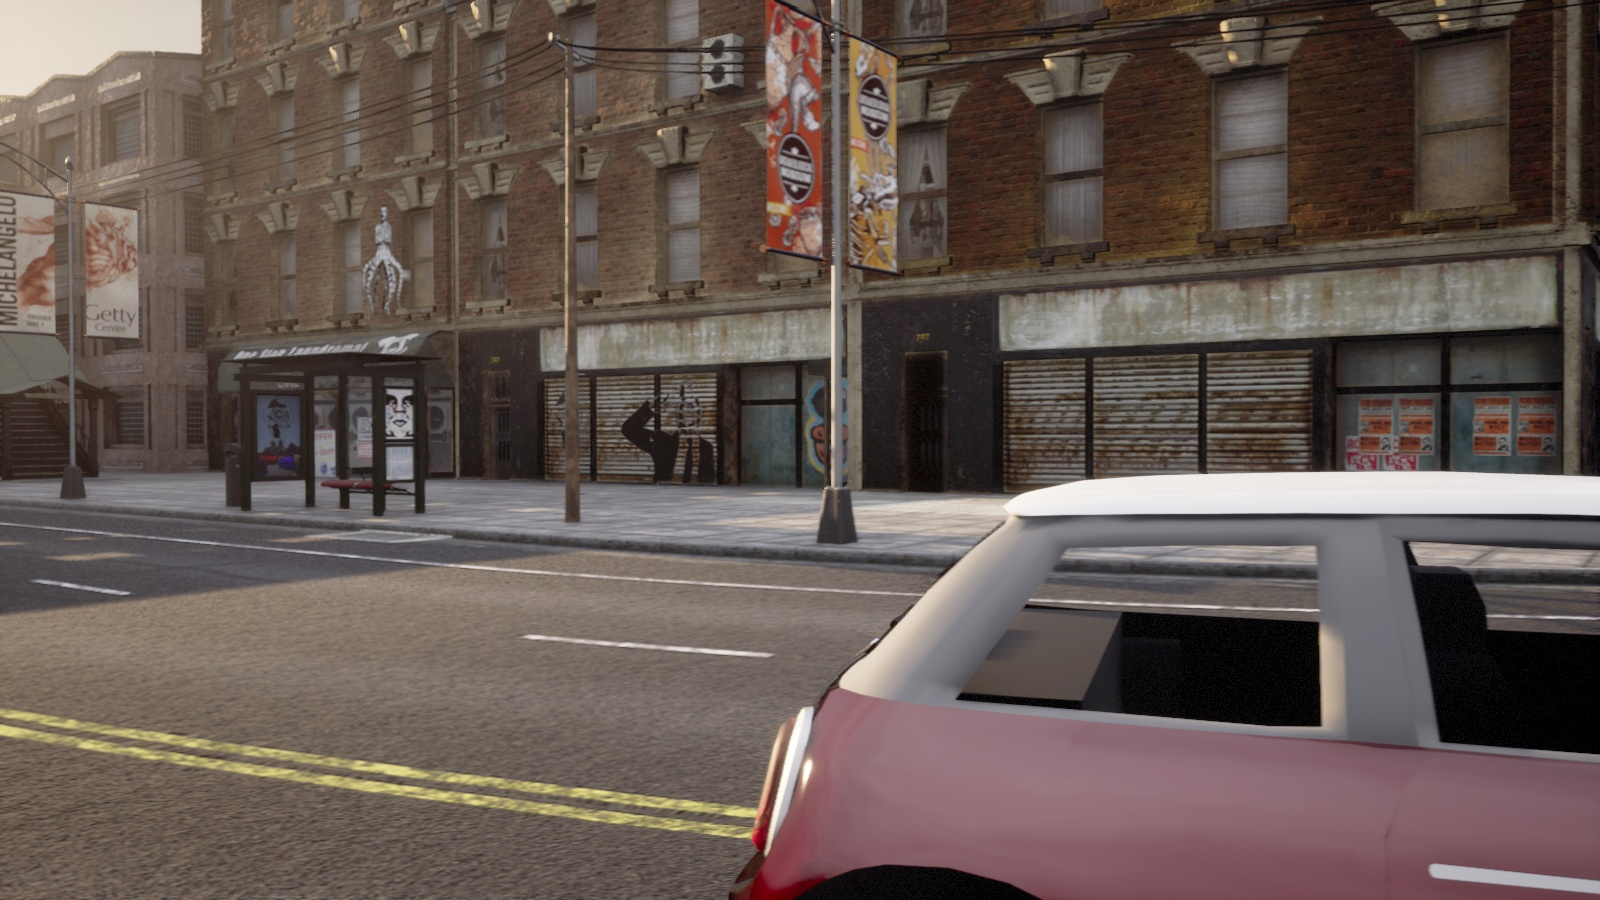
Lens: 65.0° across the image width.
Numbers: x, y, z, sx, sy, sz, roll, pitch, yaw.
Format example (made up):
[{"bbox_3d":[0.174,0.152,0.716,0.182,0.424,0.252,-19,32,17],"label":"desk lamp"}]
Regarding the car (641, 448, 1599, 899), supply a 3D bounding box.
[{"bbox_3d":[1.826,0.760,2.620,3.806,1.475,1.970,1,1,18],"label":"car"}]
